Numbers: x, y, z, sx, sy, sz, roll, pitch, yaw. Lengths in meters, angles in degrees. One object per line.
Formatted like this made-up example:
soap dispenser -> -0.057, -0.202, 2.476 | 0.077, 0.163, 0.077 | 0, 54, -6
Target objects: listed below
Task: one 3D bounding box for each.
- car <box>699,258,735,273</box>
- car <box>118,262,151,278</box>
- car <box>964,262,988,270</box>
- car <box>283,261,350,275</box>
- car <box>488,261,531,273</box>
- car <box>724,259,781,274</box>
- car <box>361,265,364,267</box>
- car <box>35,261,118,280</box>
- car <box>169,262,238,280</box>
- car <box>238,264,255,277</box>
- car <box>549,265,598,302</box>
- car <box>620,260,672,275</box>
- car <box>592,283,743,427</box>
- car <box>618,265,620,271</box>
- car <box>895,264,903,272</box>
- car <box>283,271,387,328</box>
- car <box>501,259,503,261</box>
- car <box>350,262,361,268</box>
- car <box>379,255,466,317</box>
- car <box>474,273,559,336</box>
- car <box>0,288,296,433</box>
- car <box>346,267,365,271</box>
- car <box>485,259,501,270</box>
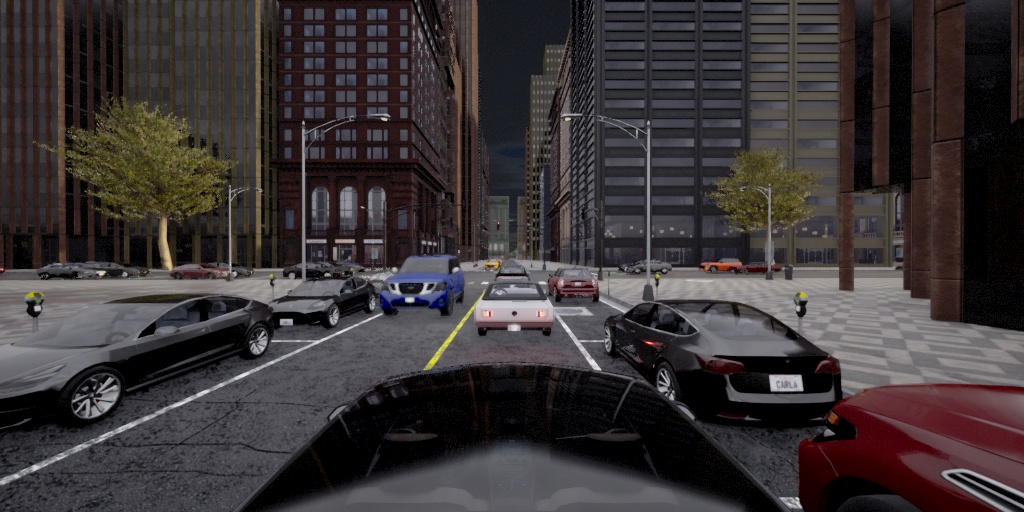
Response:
car -> 24.342, 1.029, 41.820 | 4.553, 1.767, 2.097 | 0, 0, 0
car -> -38.330, 1.367, 35.048 | 4.892, 1.490, 1.837 | 0, 0, 0
car -> 48.011, 1.245, 38.521 | 4.718, 1.301, 1.895 | 0, 0, 0
car -> -17.522, 1.298, 31.817 | 5.008, 1.535, 1.882 | 0, 0, -1
car -> 0.016, 1.243, 19.604 | 2.128, 1.511, 4.902 | 0, 0, 0
car -> 25.970, 1.286, 38.575 | 4.718, 1.301, 1.895 | 0, 0, 0
car -> -19.427, 1.342, 41.762 | 4.181, 1.385, 1.994 | 0, 0, 0
car -> -38.844, 1.372, 31.796 | 4.902, 1.511, 2.128 | 0, 0, 0
car -> -27.584, 1.374, 31.802 | 4.674, 1.442, 1.812 | 0, 0, 0
car -> -27.926, 1.339, 35.049 | 4.892, 1.490, 1.837 | 0, 0, 0
car -> 2.776, 1.191, 16.960 | 1.967, 1.591, 4.097 | 0, 0, 0
car -> 14.649, 1.201, 38.571 | 4.902, 1.511, 2.128 | 0, 0, -2
car -> 2.767, 1.316, 5.688 | 1.948, 1.339, 4.313 | 0, 0, 0
car -> 14.867, 1.199, 41.809 | 4.892, 1.490, 1.837 | 0, 0, 0
car -> 48.093, 1.177, 41.770 | 5.357, 1.411, 2.033 | 0, 0, 0
car -> -5.754, 1.316, 11.328 | 1.948, 1.339, 4.313 | 0, 0, 0
car -> -3.018, 1.273, 62.743 | 2.128, 1.511, 4.902 | 0, 0, 0
car -> -17.936, 1.284, 35.063 | 5.008, 1.535, 1.882 | 0, 0, 0
car -> -3.092, 0.972, 13.616 | 2.150, 2.045, 5.566 | 0, 0, 0
car -> 0.072, 1.351, 10.394 | 1.895, 1.301, 4.718 | 0, 0, 0
car -> -5.758, 1.316, 5.692 | 1.948, 1.339, 4.313 | 0, 0, 0
car -> -5.749, 1.302, 16.965 | 2.007, 1.370, 4.403 | 0, 0, 0
car -> -3.010, 1.250, 53.450 | 1.882, 1.535, 5.008 | 0, 0, 0
